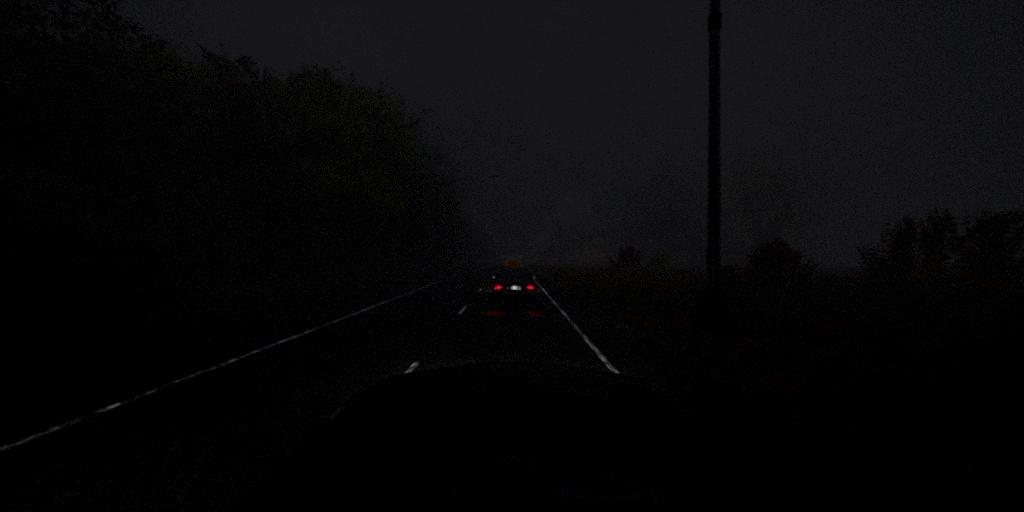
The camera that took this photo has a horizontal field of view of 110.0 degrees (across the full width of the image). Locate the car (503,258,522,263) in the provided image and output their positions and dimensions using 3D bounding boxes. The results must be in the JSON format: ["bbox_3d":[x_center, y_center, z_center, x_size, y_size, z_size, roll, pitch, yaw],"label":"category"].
[{"bbox_3d":[0.088,0.994,38.405,1.882,1.535,5.008,0,0,0],"label":"car"}]

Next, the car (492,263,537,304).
[{"bbox_3d":[0.093,1.208,15.755,2.033,1.411,5.357,0,0,0],"label":"car"}]
